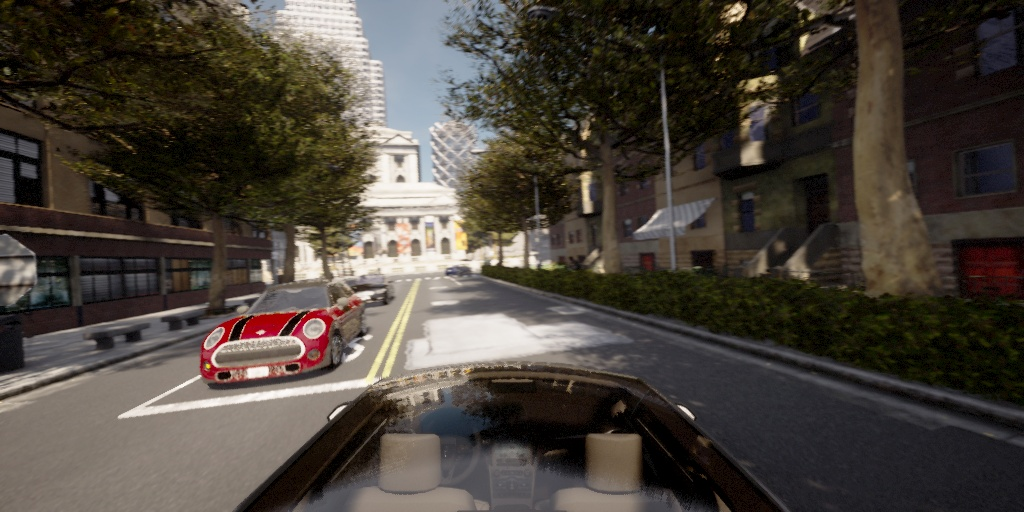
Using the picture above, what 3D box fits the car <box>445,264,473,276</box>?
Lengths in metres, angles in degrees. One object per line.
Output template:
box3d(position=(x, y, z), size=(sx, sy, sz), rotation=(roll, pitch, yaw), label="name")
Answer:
box3d(position=(-6.973, 1.765, 47.369), size=(1.994, 1.385, 4.181), rotation=(-4, 0, 28), label="car")

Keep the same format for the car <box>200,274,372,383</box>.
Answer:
box3d(position=(-4.809, 1.398, 8.234), size=(2.097, 1.767, 4.553), rotation=(-4, 0, -13), label="car")

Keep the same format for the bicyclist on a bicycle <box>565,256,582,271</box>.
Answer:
box3d(position=(3.766, 0.829, 21.757), size=(1.656, 1.620, 0.582), rotation=(-4, 0, -14), label="bicyclist on a bicycle")

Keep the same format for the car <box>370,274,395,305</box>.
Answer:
box3d(position=(-7.276, 1.695, 18.742), size=(2.128, 1.511, 4.902), rotation=(-3, 0, -13), label="car")
